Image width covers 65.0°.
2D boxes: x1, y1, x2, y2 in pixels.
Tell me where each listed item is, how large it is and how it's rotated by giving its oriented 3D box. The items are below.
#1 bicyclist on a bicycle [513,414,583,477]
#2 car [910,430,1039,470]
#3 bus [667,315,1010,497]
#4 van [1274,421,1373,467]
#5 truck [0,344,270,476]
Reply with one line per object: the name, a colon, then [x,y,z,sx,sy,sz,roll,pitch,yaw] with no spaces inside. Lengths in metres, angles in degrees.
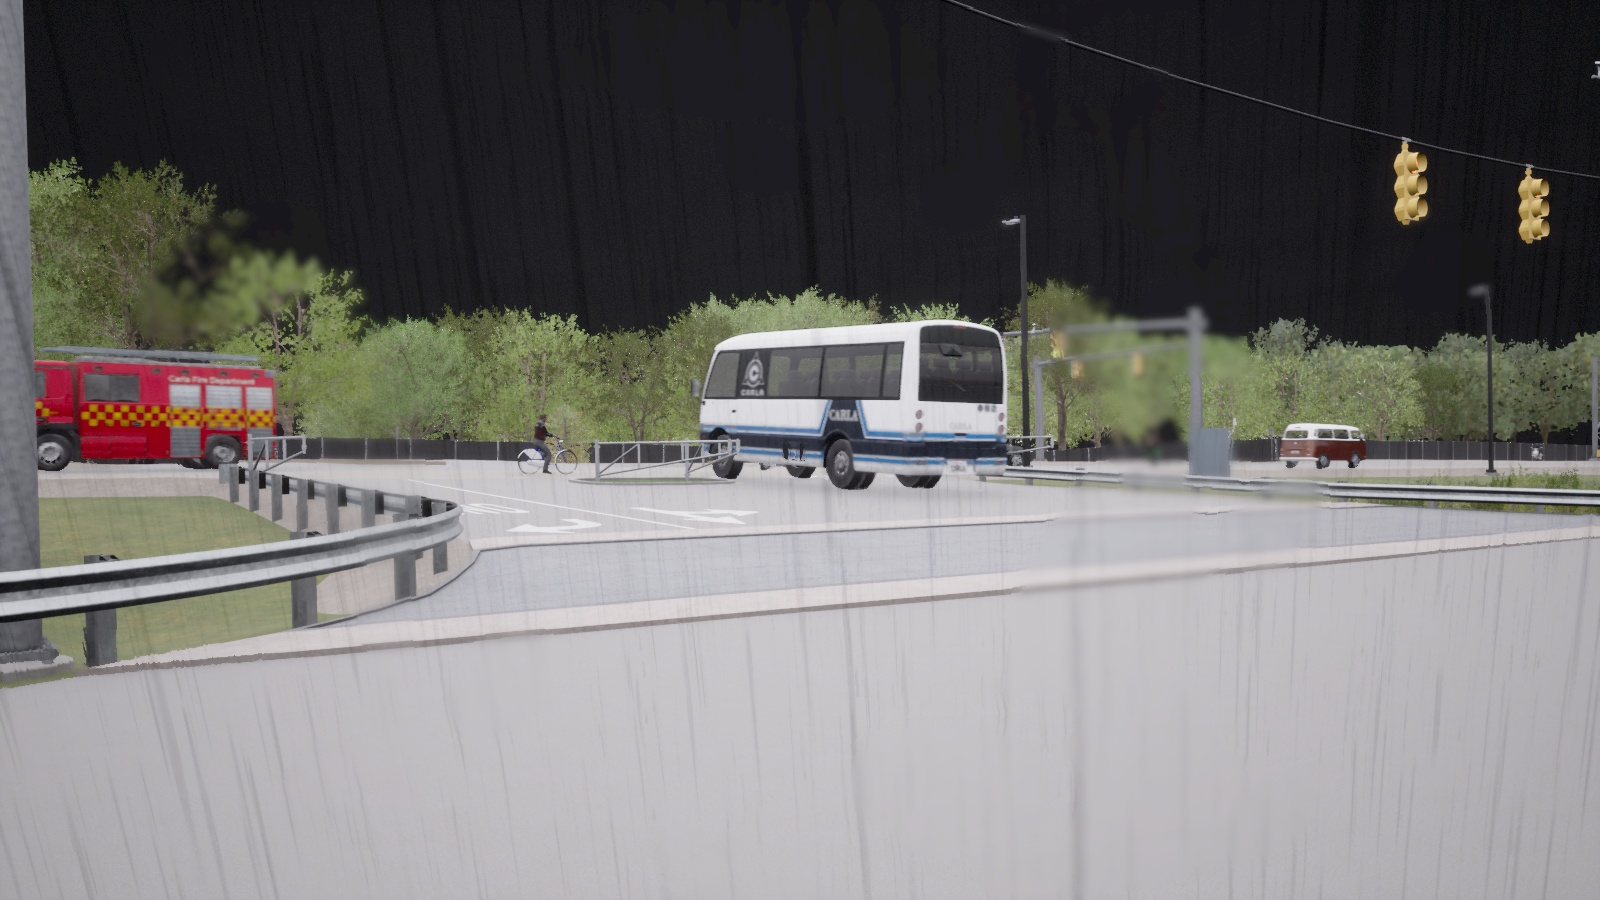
bicyclist on a bicycle: [-7.273,-0.128,36.229,1.843,1.776,0.659,0,2,-34]
car: [6.987,-0.005,50.108,4.902,1.511,2.128,0,0,-34]
bus: [0.636,-1.192,34.617,3.944,4.253,10.273,0,2,-35]
van: [23.921,-0.257,57.328,4.480,2.038,2.069,0,0,-34]
truck: [-21.746,-1.157,40.053,8.468,3.827,2.891,0,0,-45]
